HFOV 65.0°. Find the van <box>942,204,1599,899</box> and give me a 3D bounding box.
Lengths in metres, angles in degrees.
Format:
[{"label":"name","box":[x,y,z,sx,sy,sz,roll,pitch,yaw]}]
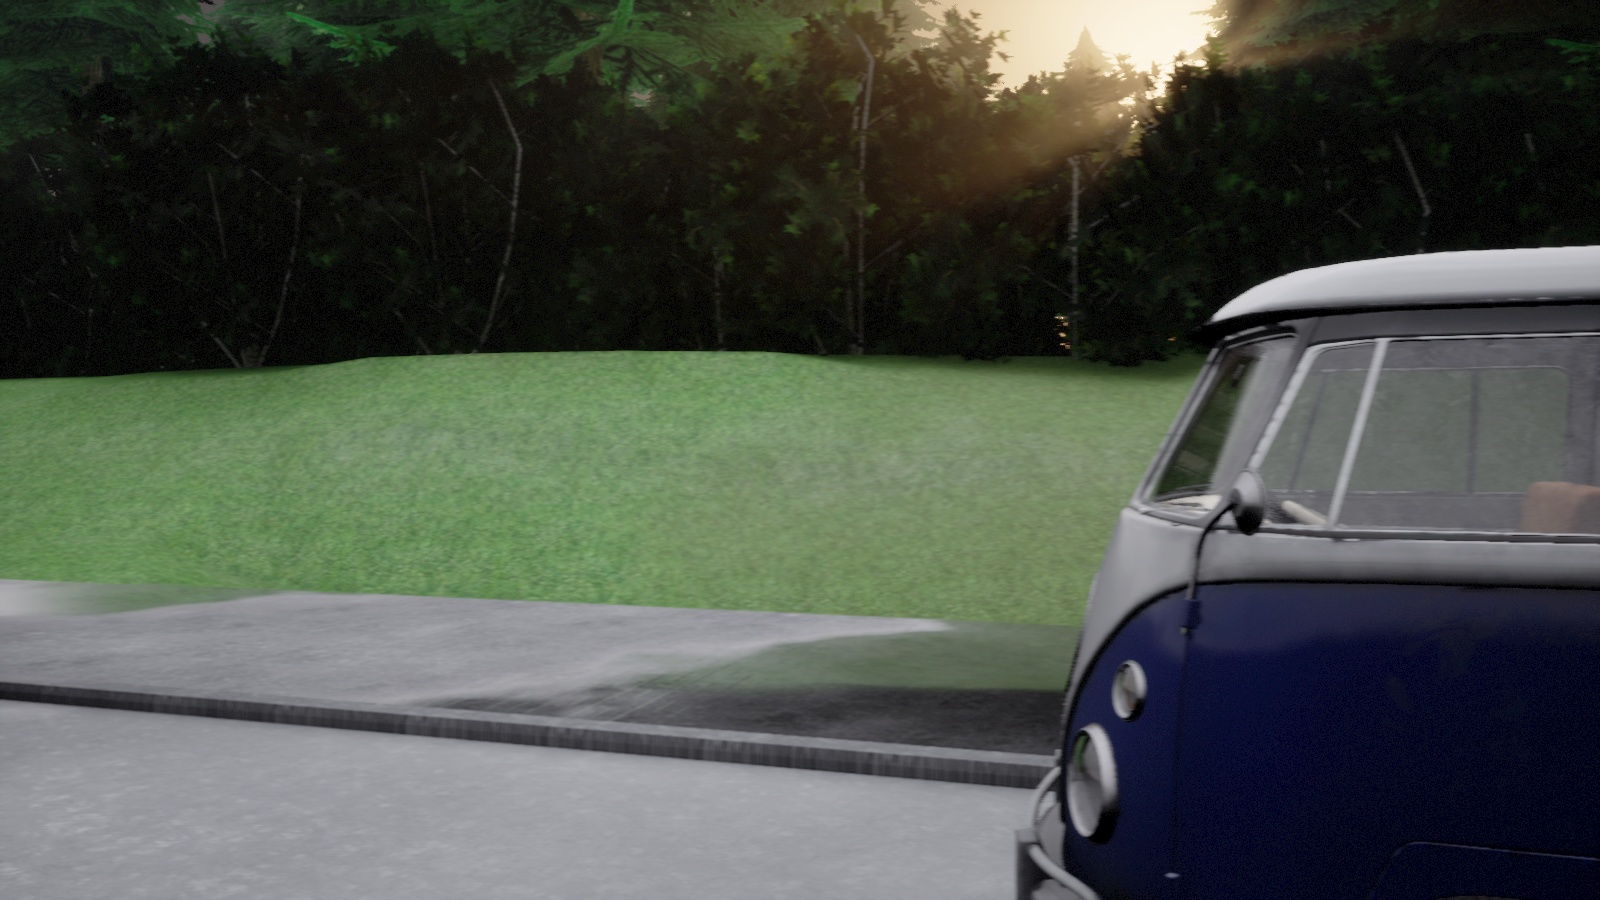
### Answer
[{"label":"van","box":[2.693,0.544,2.811,4.442,1.987,1.775,1,1,19]}]
